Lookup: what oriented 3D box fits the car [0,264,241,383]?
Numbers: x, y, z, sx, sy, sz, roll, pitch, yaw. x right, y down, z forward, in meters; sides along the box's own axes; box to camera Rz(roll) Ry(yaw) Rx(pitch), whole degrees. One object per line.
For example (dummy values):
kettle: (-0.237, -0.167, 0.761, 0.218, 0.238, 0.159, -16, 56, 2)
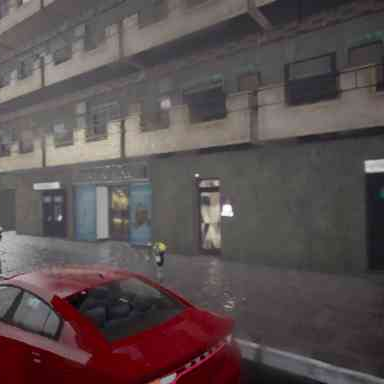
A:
car: (-1.619, 1.578, 4.043, 4.507, 1.381, 1.887, -1, -1, 36)
